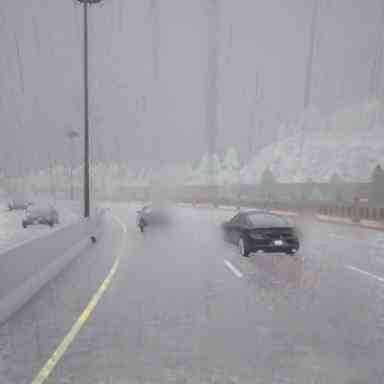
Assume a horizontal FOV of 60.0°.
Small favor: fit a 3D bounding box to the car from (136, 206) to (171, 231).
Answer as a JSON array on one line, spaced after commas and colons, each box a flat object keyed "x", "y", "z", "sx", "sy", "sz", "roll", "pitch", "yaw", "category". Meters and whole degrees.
[{"x": -2.484, "y": 1.580, "z": 21.023, "sx": 1.812, "sy": 1.442, "sz": 4.674, "roll": 0, "pitch": 0, "yaw": -13, "category": "car"}]

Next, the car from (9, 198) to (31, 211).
[{"x": -23.237, "y": 1.624, "z": 44.539, "sx": 2.097, "sy": 1.767, "sz": 4.553, "roll": -1, "pitch": 0, "yaw": -31, "category": "car"}]

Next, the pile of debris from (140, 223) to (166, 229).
[{"x": -2.642, "y": 2.233, "z": 22.032, "sx": 1.500, "sy": 0.140, "sz": 1.860, "roll": 0, "pitch": 0, "yaw": -13, "category": "pile of debris"}]

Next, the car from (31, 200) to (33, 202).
[{"x": -29.977, "y": 1.861, "z": 59.953, "sx": 1.837, "sy": 1.490, "sz": 4.892, "roll": 0, "pitch": 0, "yaw": -40, "category": "car"}]

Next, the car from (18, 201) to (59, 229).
[{"x": -10.398, "y": 1.639, "z": 23.142, "sx": 1.812, "sy": 1.442, "sz": 4.674, "roll": 0, "pitch": 0, "yaw": -15, "category": "car"}]

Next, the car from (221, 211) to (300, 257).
[{"x": 2.485, "y": 1.488, "z": 13.182, "sx": 1.882, "sy": 1.535, "sz": 5.008, "roll": 0, "pitch": 0, "yaw": -7, "category": "car"}]
